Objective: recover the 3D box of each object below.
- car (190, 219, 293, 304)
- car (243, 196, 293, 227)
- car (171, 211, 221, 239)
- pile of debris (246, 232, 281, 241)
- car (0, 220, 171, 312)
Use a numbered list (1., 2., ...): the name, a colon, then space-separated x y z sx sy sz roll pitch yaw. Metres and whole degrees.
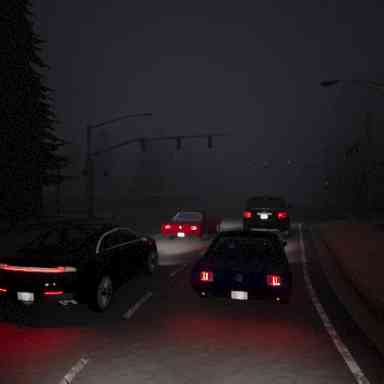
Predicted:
1. car: 1.388 1.601 8.243 1.895 1.301 4.718 0 0 13
2. car: 4.065 1.221 17.638 2.150 2.045 5.566 0 0 17
3. car: 0.165 1.601 16.822 1.895 1.301 4.718 0 0 17
4. pile of debris: 3.540 2.175 16.358 1.500 0.140 1.860 0 0 17
5. car: -2.239 1.492 7.809 2.128 1.511 4.902 0 0 11
